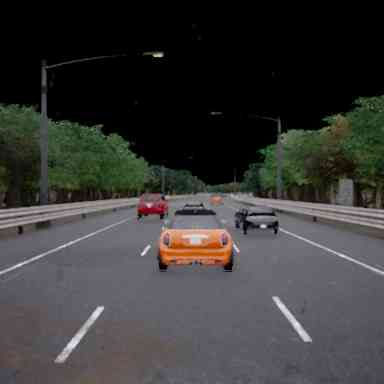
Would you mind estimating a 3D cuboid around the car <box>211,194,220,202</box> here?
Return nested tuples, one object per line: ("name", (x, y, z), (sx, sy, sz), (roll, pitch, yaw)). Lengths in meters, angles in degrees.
("car", (5.902, 1.427, 84.286), (2.150, 2.045, 5.566), (0, 0, 4))

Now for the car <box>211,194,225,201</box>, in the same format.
("car", (4.624, 1.412, 62.416), (2.097, 1.767, 4.553), (0, 0, 3))

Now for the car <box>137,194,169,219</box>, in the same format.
("car", (-3.292, 1.192, 28.708), (2.150, 2.045, 5.566), (0, 0, 1))

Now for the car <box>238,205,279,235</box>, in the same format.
("car", (3.508, 1.458, 18.707), (2.128, 1.511, 4.902), (0, 0, 0))

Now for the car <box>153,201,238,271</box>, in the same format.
("car", (0.097, 1.329, 10.994), (2.097, 1.767, 4.553), (0, 0, 0))
